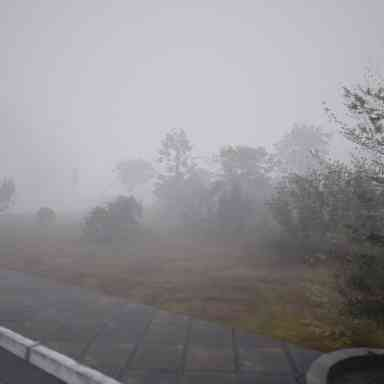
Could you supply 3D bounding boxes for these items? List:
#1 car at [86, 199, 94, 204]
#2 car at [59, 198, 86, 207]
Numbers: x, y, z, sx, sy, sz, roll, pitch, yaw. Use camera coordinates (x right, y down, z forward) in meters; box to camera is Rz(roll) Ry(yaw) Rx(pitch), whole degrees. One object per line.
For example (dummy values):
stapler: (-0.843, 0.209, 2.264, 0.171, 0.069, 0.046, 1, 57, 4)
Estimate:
car: (-14.292, 1.534, 54.243, 1.837, 1.490, 4.892, 0, 0, 39)
car: (-18.832, 1.615, 54.161, 2.033, 1.411, 5.357, 0, 0, 39)
